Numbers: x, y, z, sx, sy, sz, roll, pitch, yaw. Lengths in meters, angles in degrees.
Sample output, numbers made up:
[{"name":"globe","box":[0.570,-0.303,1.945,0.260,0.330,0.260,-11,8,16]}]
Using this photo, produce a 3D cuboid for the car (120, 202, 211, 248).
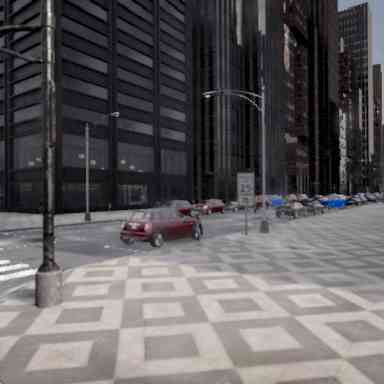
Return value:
[{"name":"car","box":[-1.208,1.446,15.023,1.967,1.590,4.097,0,0,36]}]

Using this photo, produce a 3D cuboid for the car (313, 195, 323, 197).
[{"name":"car","box":[17.884,1.421,46.097,1.882,1.535,5.008,-1,0,36]}]

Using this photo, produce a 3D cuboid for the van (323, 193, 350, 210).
[{"name":"van","box":[18.454,1.266,42.335,1.690,1.788,3.998,-1,0,36]}]

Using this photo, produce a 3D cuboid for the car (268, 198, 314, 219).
[{"name":"car","box":[8.624,1.514,28.678,2.008,1.369,4.403,0,0,36]}]

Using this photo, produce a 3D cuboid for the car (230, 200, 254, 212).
[{"name":"car","box":[4.973,1.580,38.197,2.008,1.369,4.403,0,0,36]}]

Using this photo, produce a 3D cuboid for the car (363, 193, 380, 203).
[{"name":"car","box":[34.842,1.415,65.095,1.887,1.381,4.507,-1,0,36]}]

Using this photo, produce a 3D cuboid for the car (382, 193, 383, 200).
[{"name":"car","box":[41.396,1.292,74.199,1.967,1.590,4.097,-1,0,36]}]

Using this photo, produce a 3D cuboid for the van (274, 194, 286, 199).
[{"name":"van","box":[11.526,1.345,47.301,1.690,1.788,3.998,-1,0,36]}]

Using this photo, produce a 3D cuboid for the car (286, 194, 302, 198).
[{"name":"car","box":[14.803,1.307,51.855,2.192,1.841,5.009,-1,0,36]}]

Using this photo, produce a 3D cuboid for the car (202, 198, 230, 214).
[{"name":"car","box":[1.695,1.482,33.645,1.967,1.590,4.097,0,0,36]}]

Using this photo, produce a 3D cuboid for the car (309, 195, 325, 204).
[{"name":"car","box":[24.637,1.400,65.511,1.967,1.590,4.097,-1,0,36]}]

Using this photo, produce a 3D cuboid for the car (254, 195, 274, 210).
[{"name":"car","box":[8.249,1.331,42.750,2.192,1.841,5.009,-1,0,36]}]

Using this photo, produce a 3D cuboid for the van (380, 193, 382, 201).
[{"name":"van","box":[38.118,1.202,69.647,1.690,1.788,3.998,-1,0,36]}]

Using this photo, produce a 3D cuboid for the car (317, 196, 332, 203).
[{"name":"car","box":[27.915,1.500,70.063,2.008,1.369,4.403,-1,0,36]}]

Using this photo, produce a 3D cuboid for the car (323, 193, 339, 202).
[{"name":"car","box":[31.191,1.255,74.616,2.192,1.841,5.009,-1,0,36]}]

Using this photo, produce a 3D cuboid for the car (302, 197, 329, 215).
[{"name":"car","box":[11.901,1.516,33.230,1.947,1.339,4.313,-1,0,36]}]

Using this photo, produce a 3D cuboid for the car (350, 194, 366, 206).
[{"name":"car","box":[25.010,1.467,51.438,1.947,1.339,4.313,-1,0,36]}]

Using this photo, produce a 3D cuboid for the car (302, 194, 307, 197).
[{"name":"car","box":[18.080,1.295,56.406,2.192,1.841,5.009,-1,0,36]}]

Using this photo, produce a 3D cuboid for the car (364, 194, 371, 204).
[{"name":"car","box":[28.287,1.456,55.991,1.947,1.339,4.313,-1,0,36]}]

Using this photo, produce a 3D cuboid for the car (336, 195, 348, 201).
[{"name":"car","box":[37.748,1.488,83.720,1.947,1.339,4.313,-1,0,36]}]

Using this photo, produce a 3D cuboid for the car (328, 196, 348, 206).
[{"name":"car","box":[23.999,1.414,54.587,2.128,1.511,4.902,-1,0,35]}]
